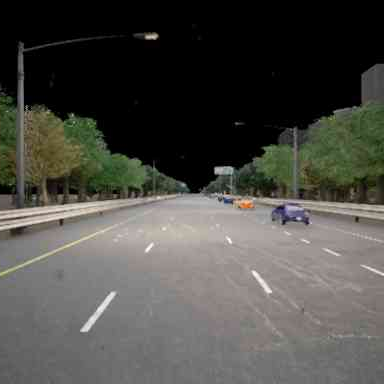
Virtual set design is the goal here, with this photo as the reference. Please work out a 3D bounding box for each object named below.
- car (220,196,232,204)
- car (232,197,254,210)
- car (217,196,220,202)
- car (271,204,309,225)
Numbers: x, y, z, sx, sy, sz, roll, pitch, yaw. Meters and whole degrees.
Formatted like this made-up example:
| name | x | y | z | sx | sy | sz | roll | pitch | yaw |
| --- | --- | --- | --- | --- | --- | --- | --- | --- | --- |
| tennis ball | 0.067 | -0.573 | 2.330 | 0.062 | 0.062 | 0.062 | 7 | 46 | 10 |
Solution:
| name | x | y | z | sx | sy | sz | roll | pitch | yaw |
| --- | --- | --- | --- | --- | --- | --- | --- | --- | --- |
| car | 7.228 | 1.648 | 66.878 | 1.882 | 1.535 | 5.008 | 0 | 0 | 0 |
| car | 7.102 | 1.458 | 45.331 | 2.097 | 1.767 | 4.553 | 0 | 0 | 0 |
| car | 7.365 | 1.718 | 83.894 | 1.837 | 1.490 | 4.892 | 0 | 0 | 1 |
| car | 7.025 | 1.582 | 24.088 | 1.812 | 1.442 | 4.674 | 0 | 0 | 0 |
